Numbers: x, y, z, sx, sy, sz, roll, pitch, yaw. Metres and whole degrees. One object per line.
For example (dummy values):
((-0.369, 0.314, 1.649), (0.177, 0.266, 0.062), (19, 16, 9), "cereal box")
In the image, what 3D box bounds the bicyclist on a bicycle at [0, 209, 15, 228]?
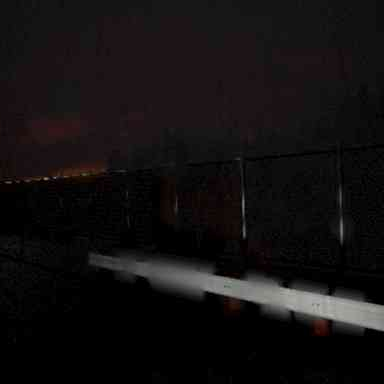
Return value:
((-11.058, 1.514, 18.829), (0.582, 1.620, 1.656), (-2, 31, 41), "bicyclist on a bicycle")
